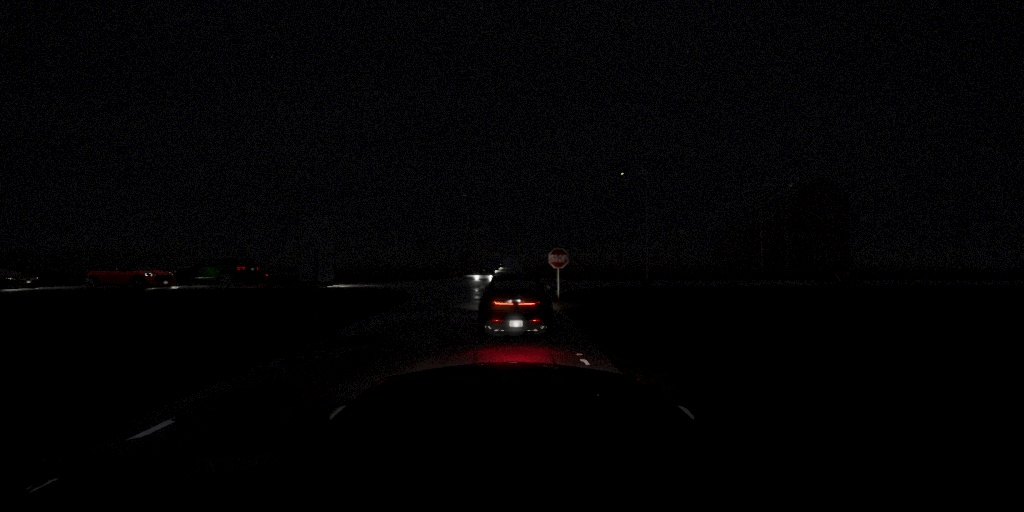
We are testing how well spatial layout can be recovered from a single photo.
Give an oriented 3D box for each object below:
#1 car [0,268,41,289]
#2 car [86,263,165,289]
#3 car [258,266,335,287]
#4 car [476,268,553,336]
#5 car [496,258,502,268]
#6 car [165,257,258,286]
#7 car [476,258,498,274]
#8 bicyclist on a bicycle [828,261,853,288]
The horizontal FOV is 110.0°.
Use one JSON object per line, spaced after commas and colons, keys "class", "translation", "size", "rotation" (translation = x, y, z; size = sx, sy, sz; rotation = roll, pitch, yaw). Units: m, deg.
{"class": "car", "translation": [-35.292, 1.513, 24.436], "size": [4.674, 1.442, 1.812], "rotation": [-1, -1, 0]}
{"class": "car", "translation": [-25.910, 1.254, 24.496], "size": [4.553, 1.767, 2.097], "rotation": [0, -1, 0]}
{"class": "car", "translation": [-14.407, 1.377, 24.477], "size": [4.181, 1.385, 1.994], "rotation": [0, -1, 2]}
{"class": "car", "translation": [0.090, 1.258, 10.388], "size": [1.837, 1.490, 4.892], "rotation": [0, 0, 0]}
{"class": "car", "translation": [-2.896, 1.337, 52.165], "size": [2.033, 1.411, 5.357], "rotation": [0, 0, 0]}
{"class": "car", "translation": [-22.495, 1.146, 27.397], "size": [5.566, 2.045, 2.150], "rotation": [-1, -1, 1]}
{"class": "car", "translation": [-2.939, 1.281, 40.200], "size": [1.837, 1.490, 4.892], "rotation": [0, 0, 1]}
{"class": "bicyclist on a bicycle", "translation": [19.925, 1.101, 21.760], "size": [0.582, 1.620, 1.656], "rotation": [0, 0, 0]}
